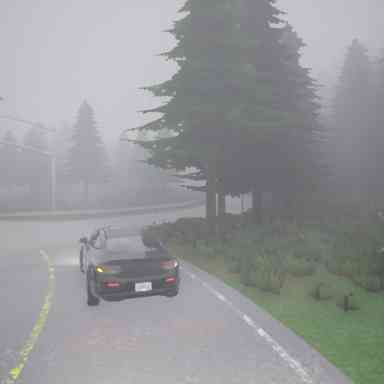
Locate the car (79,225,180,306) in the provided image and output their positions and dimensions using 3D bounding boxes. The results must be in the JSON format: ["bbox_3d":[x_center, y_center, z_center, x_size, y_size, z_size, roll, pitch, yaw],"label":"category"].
[{"bbox_3d":[-1.674,1.526,8.097,1.812,1.442,4.674,0,0,-21],"label":"car"}]

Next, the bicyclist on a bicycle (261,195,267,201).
[{"bbox_3d":[6.342,0.894,30.365,1.656,1.620,0.582,-13,-4,35],"label":"bicyclist on a bicycle"}]

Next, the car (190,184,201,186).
[{"bbox_3d":[0.647,-1.747,69.712,1.994,1.385,4.181,0,5,-5],"label":"car"}]
